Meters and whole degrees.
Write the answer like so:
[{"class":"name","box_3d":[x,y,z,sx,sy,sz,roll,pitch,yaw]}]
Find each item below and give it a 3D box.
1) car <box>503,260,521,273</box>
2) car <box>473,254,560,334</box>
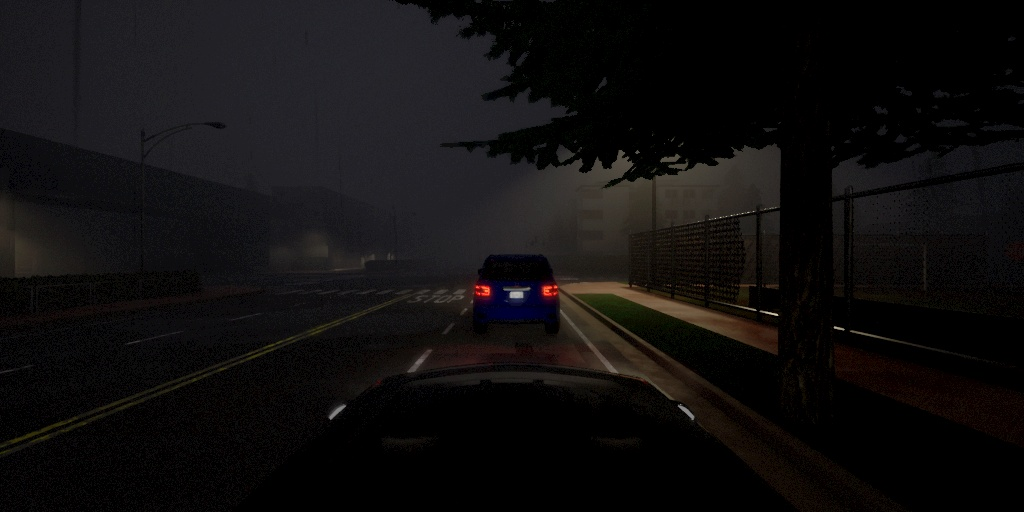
[{"class":"car","box_3d":[0.015,1.241,45.649,2.128,1.511,4.902,0,0,0]},{"class":"car","box_3d":[0.113,0.972,10.780,2.150,2.045,5.566,0,0,0]}]
